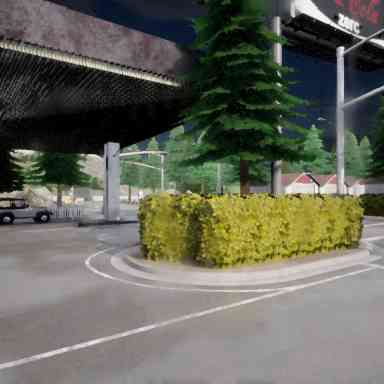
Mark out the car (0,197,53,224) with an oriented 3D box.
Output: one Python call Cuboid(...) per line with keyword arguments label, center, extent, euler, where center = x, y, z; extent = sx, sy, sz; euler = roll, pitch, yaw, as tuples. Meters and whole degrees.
Cuboid(label="car", center=(-12.012, 1.313, 23.449), extent=(3.866, 1.878, 1.905), euler=(0, 0, -36))
